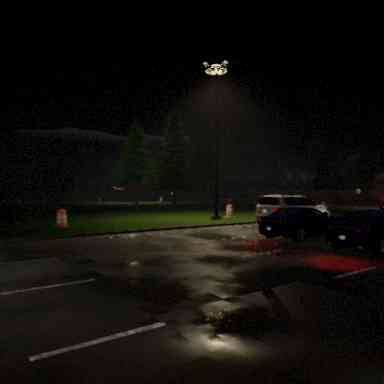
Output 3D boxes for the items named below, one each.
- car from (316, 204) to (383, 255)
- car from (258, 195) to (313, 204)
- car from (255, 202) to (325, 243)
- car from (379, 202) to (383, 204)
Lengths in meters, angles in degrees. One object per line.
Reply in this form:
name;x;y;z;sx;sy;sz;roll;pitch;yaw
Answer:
car;7.387;1.466;13.318;5.008;1.535;1.882;0;0;-35
car;6.516;1.206;21.387;5.566;2.045;2.150;0;0;-35
car;5.433;1.466;16.223;5.008;1.535;1.882;0;0;-35
car;19.492;1.534;32.634;1.994;1.385;4.181;0;0;30
